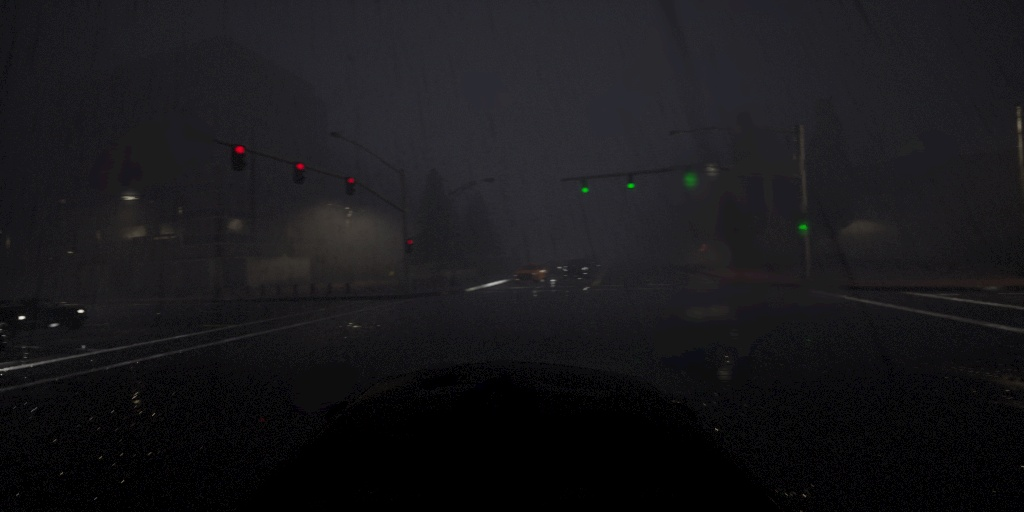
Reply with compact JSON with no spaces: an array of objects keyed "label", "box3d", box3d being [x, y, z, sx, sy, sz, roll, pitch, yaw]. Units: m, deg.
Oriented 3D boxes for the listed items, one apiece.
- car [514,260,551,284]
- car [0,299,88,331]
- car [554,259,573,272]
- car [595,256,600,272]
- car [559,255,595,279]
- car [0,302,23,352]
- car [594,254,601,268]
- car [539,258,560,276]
[{"label":"car","box3d":[1.616,1.367,29.722,1.882,1.535,5.008,-3,0,16]},{"label":"car","box3d":[-19.063,2.345,13.891,4.718,1.301,1.895,-3,0,16]},{"label":"car","box3d":[6.921,1.284,47.773,1.837,1.490,4.892,-3,0,17]},{"label":"car","box3d":[8.333,1.145,40.244,2.128,1.511,4.902,-3,0,17]},{"label":"car","box3d":[5.791,1.059,31.563,2.097,1.767,4.553,-3,0,16]},{"label":"car","box3d":[-15.688,2.096,9.209,5.357,1.411,2.033,-3,0,18]},{"label":"car","box3d":[11.320,0.812,50.317,2.150,2.045,5.566,-3,0,16]},{"label":"car","box3d":[4.257,1.327,38.770,2.128,1.511,4.902,-3,0,16]}]
